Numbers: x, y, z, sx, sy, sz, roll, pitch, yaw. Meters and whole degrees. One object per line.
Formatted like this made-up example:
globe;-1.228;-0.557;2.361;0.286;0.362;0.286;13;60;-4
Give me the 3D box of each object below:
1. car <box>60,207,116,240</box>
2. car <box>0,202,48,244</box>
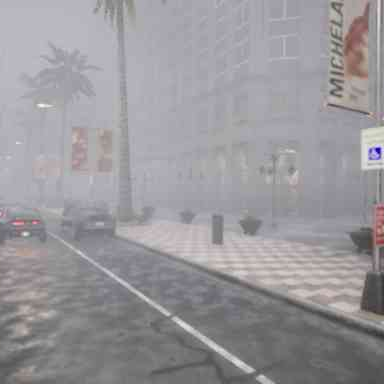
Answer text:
car;-5.441;1.493;17.152;2.161;1.482;4.786;1;0;-32
car;-7.990;1.442;15.483;1.837;1.490;4.892;1;0;-32
